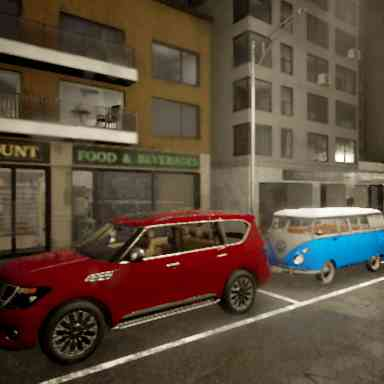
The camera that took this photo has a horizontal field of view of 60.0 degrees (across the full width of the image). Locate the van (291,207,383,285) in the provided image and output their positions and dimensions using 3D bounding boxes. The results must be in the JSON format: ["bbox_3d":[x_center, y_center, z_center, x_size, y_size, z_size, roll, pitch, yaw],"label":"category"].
[{"bbox_3d":[3.755,1.340,9.208,3.998,1.788,1.690,0,0,-35],"label":"van"}]

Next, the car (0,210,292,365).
[{"bbox_3d":[-0.745,1.315,6.002,5.009,1.841,2.192,0,0,-35],"label":"car"}]
